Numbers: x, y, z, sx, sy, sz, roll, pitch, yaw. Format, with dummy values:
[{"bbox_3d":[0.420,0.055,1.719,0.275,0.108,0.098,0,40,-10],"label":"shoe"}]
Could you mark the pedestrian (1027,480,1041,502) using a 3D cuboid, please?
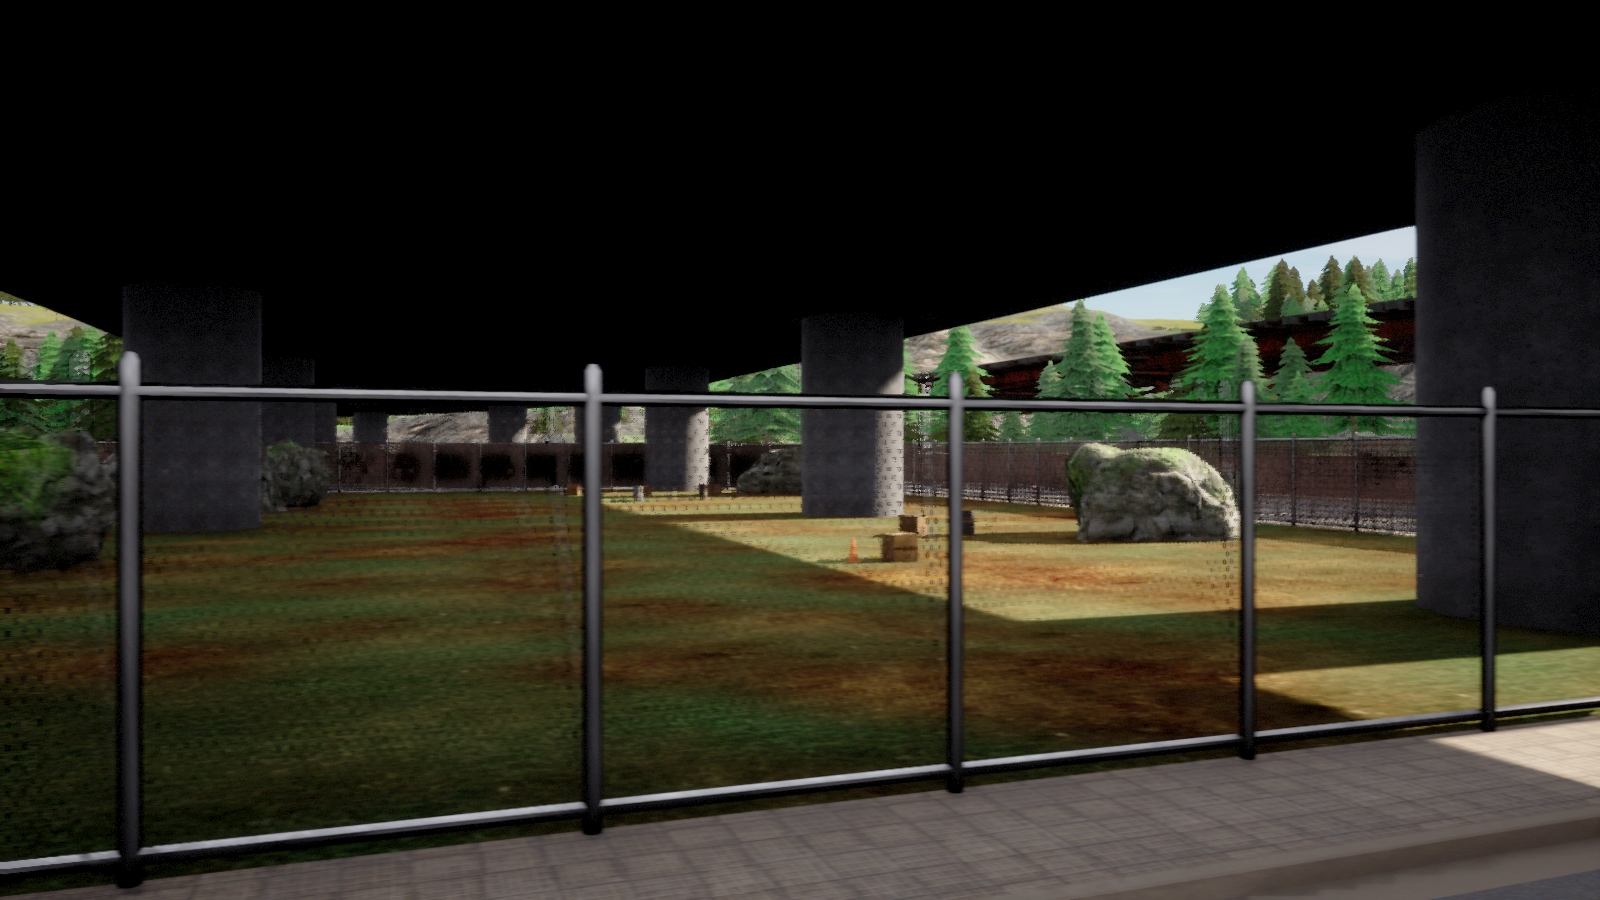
[{"bbox_3d":[11.779,2.075,57.488,0.500,1.100,0.500,0,0,-21],"label":"pedestrian"}]
